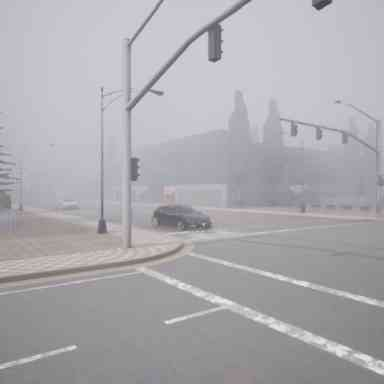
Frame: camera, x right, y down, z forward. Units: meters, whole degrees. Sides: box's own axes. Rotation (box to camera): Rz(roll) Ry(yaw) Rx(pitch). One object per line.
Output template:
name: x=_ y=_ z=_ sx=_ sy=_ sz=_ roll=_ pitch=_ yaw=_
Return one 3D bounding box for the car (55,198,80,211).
car: x=-15.193 y=1.503 z=40.563 sx=1.812 sy=1.442 sz=4.674 roll=0 pitch=0 yaw=-36

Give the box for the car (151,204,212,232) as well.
car: x=-0.755 y=1.522 z=20.340 sx=1.837 sy=1.490 sz=4.892 roll=0 pitch=0 yaw=-36
